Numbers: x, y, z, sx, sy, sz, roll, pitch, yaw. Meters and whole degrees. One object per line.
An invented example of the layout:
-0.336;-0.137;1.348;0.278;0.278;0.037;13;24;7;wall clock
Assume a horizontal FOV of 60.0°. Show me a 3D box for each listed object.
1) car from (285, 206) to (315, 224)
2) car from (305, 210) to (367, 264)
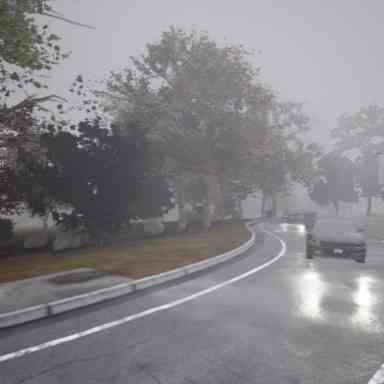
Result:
10.189;2.110;30.765;1.837;1.490;4.892;-1;-2;37;car
5.582;1.710;13.204;1.882;1.535;5.008;2;-1;19;car
